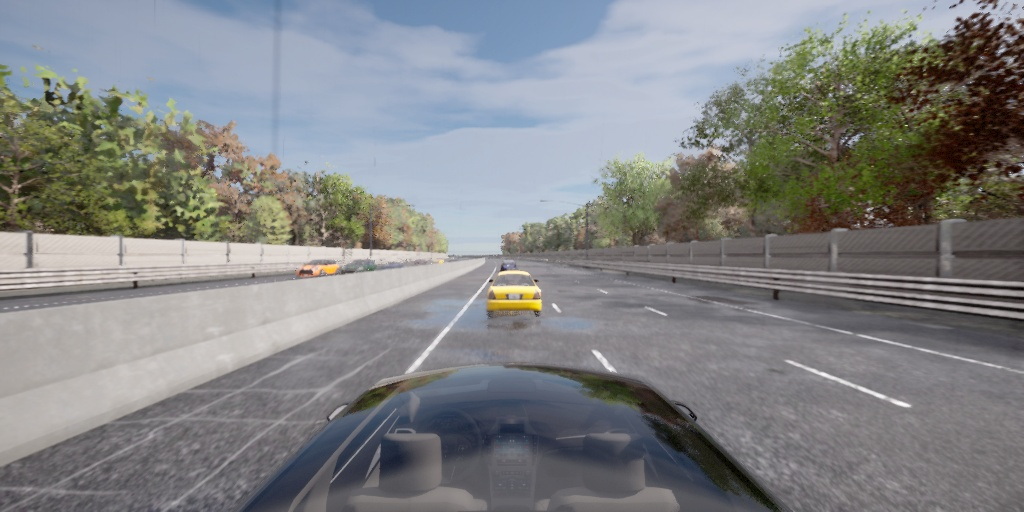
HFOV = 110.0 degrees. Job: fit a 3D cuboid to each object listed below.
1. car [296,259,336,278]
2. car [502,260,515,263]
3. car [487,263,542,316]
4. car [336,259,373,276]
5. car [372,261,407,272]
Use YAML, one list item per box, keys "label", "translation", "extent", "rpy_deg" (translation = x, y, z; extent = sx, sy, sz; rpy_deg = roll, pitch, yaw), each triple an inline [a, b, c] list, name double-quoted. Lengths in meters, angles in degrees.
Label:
- label: "car"
  translation: [-17.881, 1.105, 33.243]
  extent: [2.097, 1.767, 4.553]
  rpy_deg: [0, 0, -1]
- label: "car"
  translation: [-0.454, 1.256, 45.776]
  extent: [2.163, 1.488, 4.792]
  rpy_deg: [0, 0, -1]
- label: "car"
  translation: [0.054, 1.207, 13.374]
  extent: [1.801, 1.575, 5.366]
  rpy_deg: [0, 0, 0]
- label: "car"
  translation: [-14.396, 1.105, 34.132]
  extent: [2.097, 1.767, 4.553]
  rpy_deg: [0, 0, -1]
- label: "car"
  translation: [-10.877, 1.316, 32.875]
  extent: [1.994, 1.385, 4.181]
  rpy_deg: [0, 0, -1]
